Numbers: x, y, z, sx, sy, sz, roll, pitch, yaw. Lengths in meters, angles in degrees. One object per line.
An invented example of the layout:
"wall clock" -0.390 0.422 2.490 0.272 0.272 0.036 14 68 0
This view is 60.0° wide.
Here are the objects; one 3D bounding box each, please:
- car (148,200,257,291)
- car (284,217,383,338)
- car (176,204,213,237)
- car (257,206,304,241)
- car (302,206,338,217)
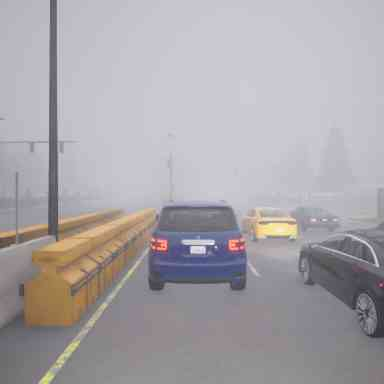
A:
"car" 0.125 1.222 9.177 2.150 2.045 5.566 0 0 0
"car" 3.614 1.492 6.569 2.128 1.511 4.902 0 0 0
"car" 0.151 1.505 19.026 1.837 1.490 4.892 0 0 0
"car" 3.643 1.478 16.411 1.882 1.535 5.008 0 0 0
"car" 7.167 1.547 20.349 2.033 1.411 5.357 0 0 1
